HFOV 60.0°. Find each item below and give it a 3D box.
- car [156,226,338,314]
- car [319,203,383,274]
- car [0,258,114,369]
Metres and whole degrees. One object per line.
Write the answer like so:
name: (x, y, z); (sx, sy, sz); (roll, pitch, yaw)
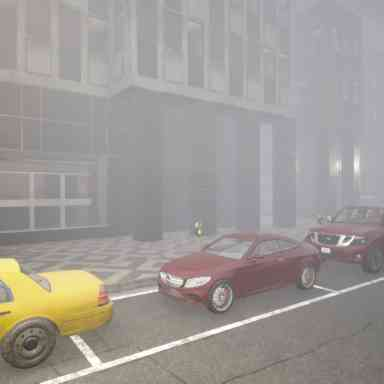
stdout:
car: (1.227, 1.582, 7.521); (4.206, 1.307, 1.802); (0, 0, -35)
car: (5.790, 1.314, 10.772); (5.009, 1.841, 2.192); (0, 0, -35)
car: (-3.475, 1.525, 4.174); (4.829, 1.417, 1.752); (0, 0, -35)
